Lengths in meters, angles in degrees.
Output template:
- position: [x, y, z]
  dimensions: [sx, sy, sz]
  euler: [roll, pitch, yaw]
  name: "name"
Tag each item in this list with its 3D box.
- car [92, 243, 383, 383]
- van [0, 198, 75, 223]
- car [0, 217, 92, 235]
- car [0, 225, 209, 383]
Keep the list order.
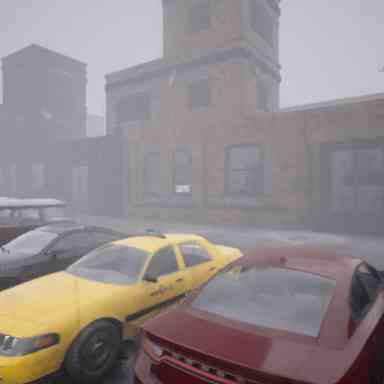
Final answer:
- position: [1.464, 1.474, 4.303]
  dimensions: [2.097, 1.535, 5.008]
  euler: [0, 0, 35]
  name: "car"
- position: [-5.255, 1.206, 9.240]
  dimensions: [1.878, 1.987, 4.442]
  euler: [0, 0, 35]
  name: "van"
- position: [-3.059, 1.486, 7.535]
  dimensions: [2.002, 1.452, 4.674]
  euler: [0, 0, 35]
  name: "car"
- position: [-0.904, 1.457, 5.769]
  dimensions: [1.946, 1.575, 5.366]
  euler: [0, 0, 35]
  name: "car"
